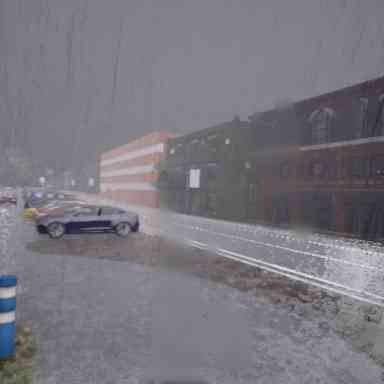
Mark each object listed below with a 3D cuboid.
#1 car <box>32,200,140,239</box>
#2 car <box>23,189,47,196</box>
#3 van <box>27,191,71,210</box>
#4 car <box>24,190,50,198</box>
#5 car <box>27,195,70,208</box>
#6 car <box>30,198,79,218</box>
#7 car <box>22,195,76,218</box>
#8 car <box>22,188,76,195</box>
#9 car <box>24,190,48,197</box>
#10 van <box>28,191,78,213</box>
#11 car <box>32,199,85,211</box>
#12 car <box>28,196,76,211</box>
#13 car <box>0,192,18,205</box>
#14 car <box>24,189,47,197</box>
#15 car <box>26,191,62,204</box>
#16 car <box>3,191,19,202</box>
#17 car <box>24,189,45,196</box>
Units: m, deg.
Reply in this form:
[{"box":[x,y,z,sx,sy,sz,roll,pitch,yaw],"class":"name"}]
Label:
[{"box":[-4.952,1.385,16.164,4.792,1.488,2.163,3,-1,-27],"class":"car"},{"box":[-38.478,0.071,81.547,5.008,1.535,2.097,3,0,-27],"class":"car"},{"box":[-16.590,0.963,38.639,4.442,1.987,1.878,3,-1,-27],"class":"van"},{"box":[-33.301,0.375,71.504,4.792,1.488,2.163,3,0,-27],"class":"car"},{"box":[-17.852,1.190,41.320,4.674,1.452,2.002,3,0,-27],"class":"car"},{"box":[-7.513,1.361,21.203,4.674,1.452,2.002,3,-1,-27],"class":"car"},{"box":[-8.965,1.292,23.633,5.366,1.575,1.946,3,-1,-27],"class":"car"},{"box":[-12.641,1.000,31.274,5.566,2.045,2.435,3,-1,-27],"class":"car"},{"box":[-34.619,0.316,74.003,4.674,1.452,2.002,3,0,-27],"class":"car"},{"box":[-14.062,1.001,33.721,4.442,1.987,1.878,3,-1,-27],"class":"van"},{"box":[-6.221,1.378,18.690,4.674,1.452,2.002,3,-1,-27],"class":"car"},{"box":[-15.263,1.254,36.282,4.674,1.452,2.002,3,-1,-27],"class":"car"},{"box":[-23.744,0.980,43.188,1.895,1.301,4.718,3,0,-27],"class":"car"},{"box":[-35.904,0.249,76.519,4.674,1.452,2.002,3,0,-27],"class":"car"},{"box":[-21.742,0.825,48.855,4.553,1.767,2.185,3,0,-27],"class":"car"},{"box":[-28.398,0.699,52.215,1.994,1.385,4.181,3,0,-27],"class":"car"},{"box":[-39.773,0.040,84.060,4.674,1.452,2.002,3,0,-27],"class":"car"}]
